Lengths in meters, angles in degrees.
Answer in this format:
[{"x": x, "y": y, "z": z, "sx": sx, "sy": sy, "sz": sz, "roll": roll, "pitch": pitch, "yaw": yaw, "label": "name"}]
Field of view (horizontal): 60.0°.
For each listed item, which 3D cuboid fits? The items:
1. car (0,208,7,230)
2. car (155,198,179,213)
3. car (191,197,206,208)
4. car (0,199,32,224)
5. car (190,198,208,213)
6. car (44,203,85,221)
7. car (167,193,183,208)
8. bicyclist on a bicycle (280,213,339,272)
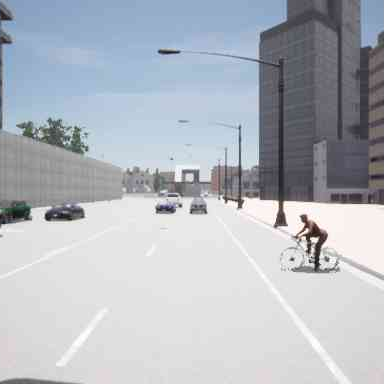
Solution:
[{"x": -10.355, "y": 1.594, "z": 14.251, "sx": 1.895, "sy": 1.301, "sz": 4.718, "roll": 0, "pitch": 0, "yaw": 1, "label": "car"}, {"x": -2.773, "y": 1.585, "z": 36.126, "sx": 1.895, "sy": 1.301, "sz": 4.718, "roll": 0, "pitch": 0, "yaw": 1, "label": "car"}, {"x": 0.963, "y": 1.526, "z": 49.012, "sx": 2.033, "sy": 1.411, "sz": 5.357, "roll": 0, "pitch": 0, "yaw": 2, "label": "car"}, {"x": -13.656, "y": 1.341, "z": 24.231, "sx": 2.097, "sy": 1.767, "sz": 4.553, "roll": 0, "pitch": 0, "yaw": 1, "label": "car"}, {"x": 0.725, "y": 1.531, "z": 36.106, "sx": 2.033, "sy": 1.411, "sz": 5.357, "roll": 0, "pitch": 0, "yaw": 2, "label": "car"}, {"x": -10.109, "y": 1.551, "z": 26.632, "sx": 1.994, "sy": 1.385, "sz": 4.181, "roll": 0, "pitch": 0, "yaw": 1, "label": "car"}, {"x": -2.557, "y": 1.200, "z": 48.061, "sx": 2.150, "sy": 2.045, "sz": 5.566, "roll": 0, "pitch": 0, "yaw": 1, "label": "car"}, {"x": 3.299, "y": 1.428, "z": 9.345, "sx": 1.656, "sy": 1.620, "sz": 0.582, "roll": 0, "pitch": 0, "yaw": 1, "label": "bicyclist on a bicycle"}]
